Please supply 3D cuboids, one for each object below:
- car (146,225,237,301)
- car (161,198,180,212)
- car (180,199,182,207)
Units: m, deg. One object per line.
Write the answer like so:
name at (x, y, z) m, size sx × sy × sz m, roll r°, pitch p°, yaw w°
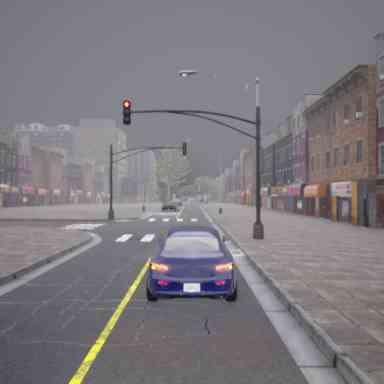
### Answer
car at (-0.001, 1.536, 8.199) m, size 1.812 × 1.442 × 4.674 m, roll 0°, pitch 0°, yaw 0°
car at (-2.881, 1.843, 42.601) m, size 1.895 × 1.301 × 4.718 m, roll 0°, pitch -1°, yaw 0°
car at (-2.855, 1.919, 62.226) m, size 1.882 × 1.535 × 5.008 m, roll 0°, pitch -1°, yaw 0°
